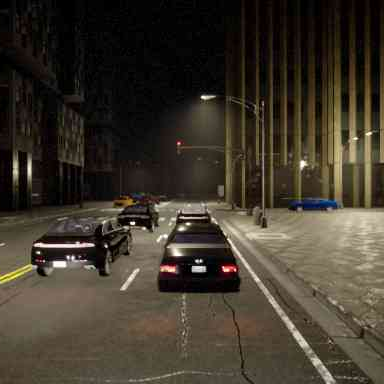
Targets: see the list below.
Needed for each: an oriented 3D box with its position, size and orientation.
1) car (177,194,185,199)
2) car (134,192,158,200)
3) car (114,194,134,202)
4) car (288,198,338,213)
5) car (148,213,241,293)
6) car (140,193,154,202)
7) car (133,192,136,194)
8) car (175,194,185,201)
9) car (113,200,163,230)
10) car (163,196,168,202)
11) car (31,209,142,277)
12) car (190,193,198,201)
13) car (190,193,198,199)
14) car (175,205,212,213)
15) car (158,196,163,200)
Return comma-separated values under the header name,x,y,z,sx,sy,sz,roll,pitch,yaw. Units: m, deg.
name,x,y,z,sx,sy,sz,roll,pitch,yaw
car,-2.796,1.187,87.594,1.895,1.301,4.718,0,0,0
car,-6.332,1.271,45.991,2.097,1.767,4.553,0,0,-1
car,-9.608,1.395,46.546,1.882,1.535,5.008,0,0,0
car,12.715,1.369,35.075,5.008,1.535,1.882,0,0,1
car,0.145,1.544,8.980,2.033,1.411,5.357,0,0,0
car,-9.392,1.184,69.710,2.097,1.767,4.553,0,0,0
car,-9.525,1.097,58.406,2.150,2.045,5.566,0,0,1
car,-2.850,1.316,77.142,2.128,1.511,4.902,0,0,0
car,-3.052,1.460,19.631,1.882,1.535,5.008,0,0,0
car,-6.149,1.433,68.818,1.895,1.301,4.718,0,0,0
car,-3.099,1.487,10.255,2.128,1.511,4.902,0,0,0
car,0.399,1.291,77.124,1.837,1.490,4.892,0,0,0
car,0.454,1.117,87.546,2.128,1.511,4.902,0,0,0
car,0.095,1.476,18.724,2.128,1.511,4.902,0,0,0
car,-6.311,1.450,54.931,1.994,1.385,4.181,0,0,0
